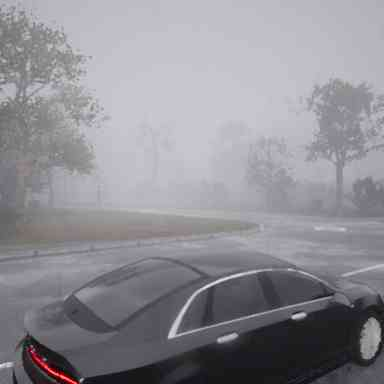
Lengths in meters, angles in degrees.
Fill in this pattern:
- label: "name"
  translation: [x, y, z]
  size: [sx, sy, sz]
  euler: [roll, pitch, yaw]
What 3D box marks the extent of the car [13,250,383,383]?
- label: "car"
  translation: [0.561, 1.500, 4.129]
  size: [4.892, 1.490, 1.837]
  euler: [0, 0, -36]
